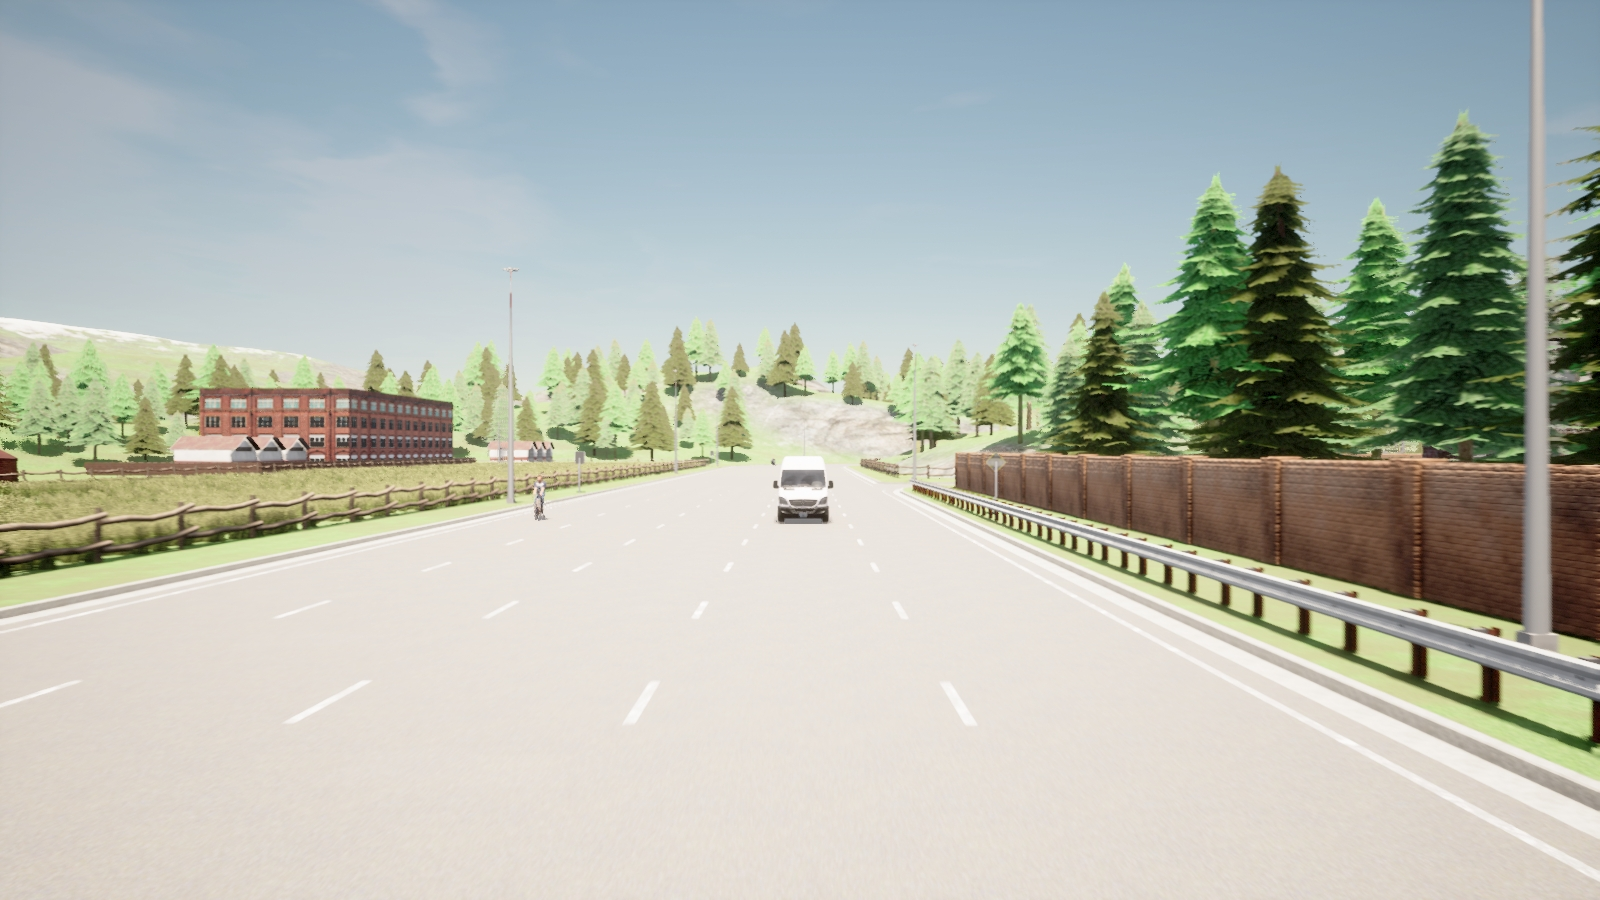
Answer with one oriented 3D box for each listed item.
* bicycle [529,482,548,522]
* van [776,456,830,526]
[{"bbox_3d":[-10.361,2.056,45.363,0.373,1.496,1.643,0,0,0],"label":"bicycle"},{"bbox_3d":[0.135,1.535,45.348,1.988,2.561,5.915,0,0,0],"label":"van"}]
